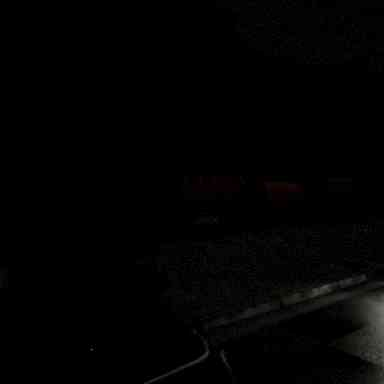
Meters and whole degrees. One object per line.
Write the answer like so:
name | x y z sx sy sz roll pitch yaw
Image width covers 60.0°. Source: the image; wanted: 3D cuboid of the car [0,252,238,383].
car | -1.853 1.353 1.747 4.553 1.767 2.097 0 0 -36
